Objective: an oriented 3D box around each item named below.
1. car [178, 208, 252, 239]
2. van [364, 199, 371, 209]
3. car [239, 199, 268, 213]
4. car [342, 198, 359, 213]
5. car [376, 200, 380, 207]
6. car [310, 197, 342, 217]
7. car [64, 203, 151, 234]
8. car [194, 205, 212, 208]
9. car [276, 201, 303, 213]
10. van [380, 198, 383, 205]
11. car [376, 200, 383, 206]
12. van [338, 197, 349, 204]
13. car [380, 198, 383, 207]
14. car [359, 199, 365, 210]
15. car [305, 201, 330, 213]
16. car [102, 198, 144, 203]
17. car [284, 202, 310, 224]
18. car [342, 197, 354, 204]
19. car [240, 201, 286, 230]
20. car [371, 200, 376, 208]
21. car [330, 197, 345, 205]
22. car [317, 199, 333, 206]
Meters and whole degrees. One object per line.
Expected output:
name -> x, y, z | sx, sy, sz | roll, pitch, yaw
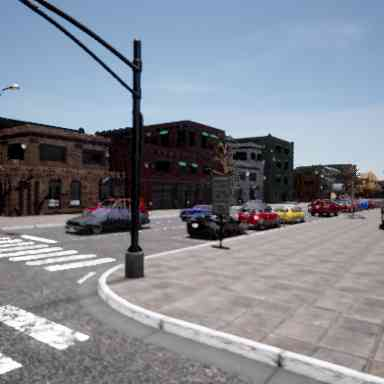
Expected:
car -> 1.382, 1.772, 18.750 | 1.947, 1.339, 4.313 | 1, 0, 36
van -> 27.616, 1.970, 54.554 | 1.690, 1.788, 3.998 | 1, 0, 36
car -> 7.740, 1.704, 41.603 | 1.967, 1.590, 4.097 | 1, 0, 36
car -> 21.057, 1.964, 45.603 | 1.967, 1.590, 4.097 | 1, 0, 36
car -> 34.171, 2.315, 63.505 | 1.802, 1.307, 4.206 | 1, 0, 36
car -> 14.500, 1.733, 36.652 | 2.192, 1.841, 5.009 | 1, 0, 36
car -> -4.870, 1.622, 20.050 | 2.033, 1.411, 5.357 | 1, 0, 37
car -> 0.934, 1.769, 27.931 | 1.895, 1.301, 4.718 | 1, 0, 36
car -> 13.021, 1.964, 44.345 | 1.895, 1.301, 4.718 | 1, 0, 37
van -> 47.290, 2.284, 81.407 | 1.690, 1.788, 3.998 | 1, 0, 36
car -> 44.008, 2.473, 76.931 | 1.802, 1.307, 4.206 | 1, 0, 36
van -> 37.251, 2.078, 81.883 | 1.690, 1.788, 3.998 | 1, 0, 36
car -> 37.450, 2.368, 67.980 | 1.802, 1.307, 4.206 | 1, 0, 36
car -> 24.334, 2.158, 50.078 | 1.802, 1.307, 4.206 | 1, 0, 36
car -> 16.716, 1.943, 44.054 | 1.837, 1.490, 4.892 | 1, 0, 36
car -> -5.374, 1.367, 23.701 | 2.192, 1.841, 5.009 | 1, 0, 36
car -> 8.041, 1.839, 27.838 | 1.752, 1.417, 4.829 | 1, 0, 36
car -> 40.529, 2.229, 86.358 | 1.967, 1.590, 4.097 | 1, 0, 36
car -> 4.663, 1.699, 23.225 | 1.967, 1.590, 4.097 | 1, 0, 36
car -> 30.893, 2.226, 59.029 | 1.887, 1.381, 4.507 | 1, 0, 36
car -> 33.973, 1.999, 77.408 | 2.192, 1.841, 5.009 | 1, 0, 36
car -> 27.412, 2.130, 68.456 | 2.008, 1.369, 4.403 | 1, 0, 36
